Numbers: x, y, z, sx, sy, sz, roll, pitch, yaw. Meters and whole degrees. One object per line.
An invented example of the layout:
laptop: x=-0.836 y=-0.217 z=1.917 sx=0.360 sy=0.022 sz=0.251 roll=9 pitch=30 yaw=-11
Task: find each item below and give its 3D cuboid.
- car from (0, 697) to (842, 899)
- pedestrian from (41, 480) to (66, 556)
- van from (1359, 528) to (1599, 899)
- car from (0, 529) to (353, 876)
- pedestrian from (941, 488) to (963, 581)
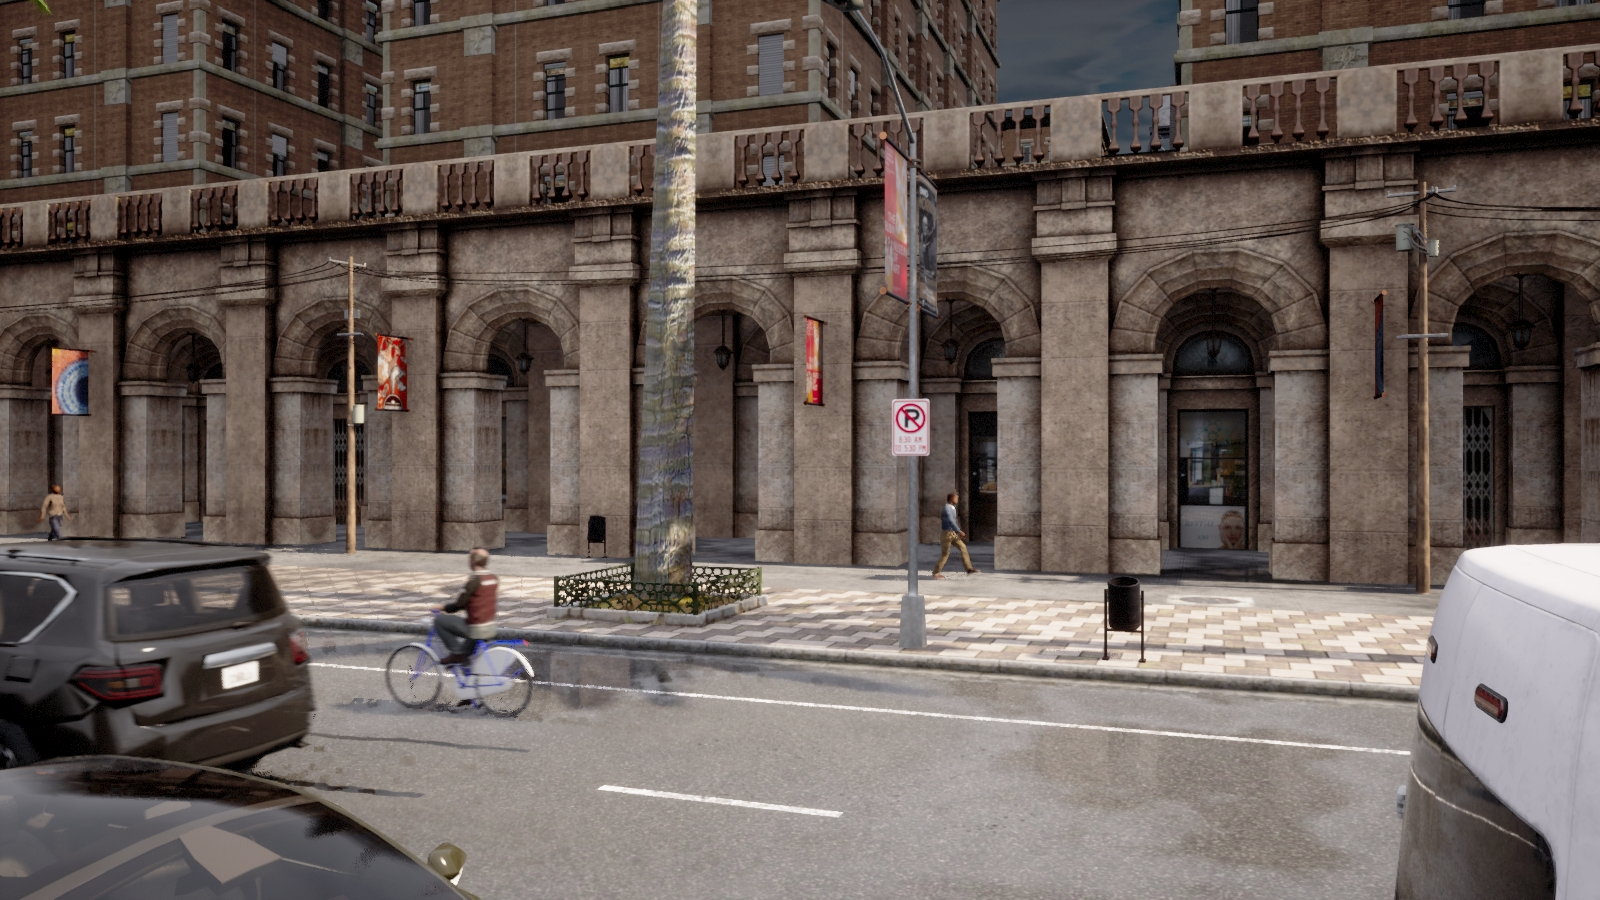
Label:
car: x=-2.522 y=2.059 z=4.221 sx=4.892 sy=1.480 sz=2.231 roll=0 pitch=0 yaw=20
pedestrian: x=-18.731 y=1.696 z=28.663 sx=0.375 sy=1.860 sz=0.375 roll=0 pitch=0 yaw=20
van: x=4.249 y=1.534 z=1.754 sx=5.915 sy=2.561 sz=1.988 roll=0 pitch=0 yaw=20
car: x=-6.715 y=1.780 z=9.491 sx=5.566 sy=2.045 sz=2.150 roll=0 pitch=0 yaw=20
pedestrian: x=3.077 y=1.696 z=23.074 sx=0.375 sy=1.860 sz=0.375 roll=0 pitch=0 yaw=20
